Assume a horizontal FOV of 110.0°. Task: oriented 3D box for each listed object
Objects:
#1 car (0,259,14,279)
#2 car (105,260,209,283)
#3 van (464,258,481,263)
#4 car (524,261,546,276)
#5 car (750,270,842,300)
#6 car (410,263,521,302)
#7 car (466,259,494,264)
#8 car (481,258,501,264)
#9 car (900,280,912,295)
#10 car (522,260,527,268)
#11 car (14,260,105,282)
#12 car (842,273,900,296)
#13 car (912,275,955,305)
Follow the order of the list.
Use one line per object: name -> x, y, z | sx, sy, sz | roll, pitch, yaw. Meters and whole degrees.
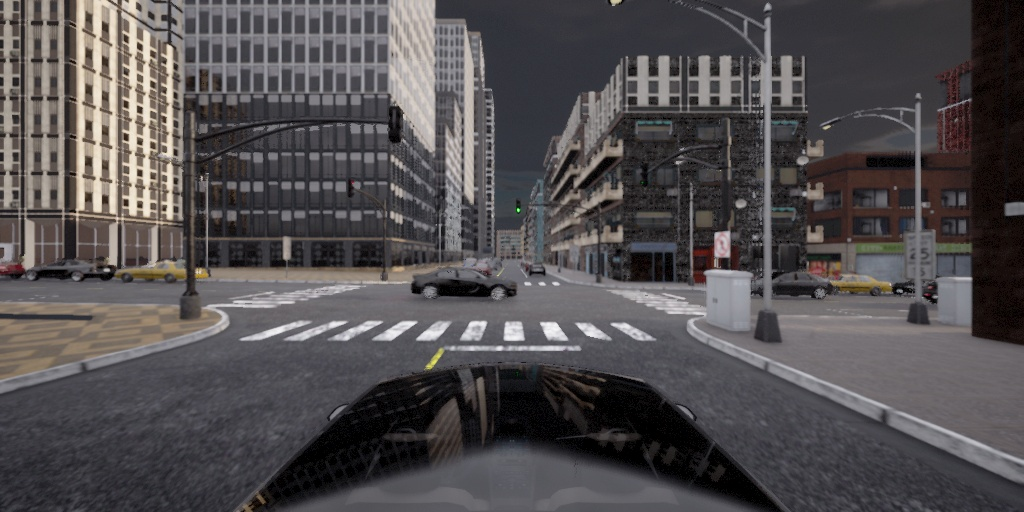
car -> -33.104, 0.791, 22.375 | 4.207, 1.307, 1.802 | 0, 0, -1
car -> -22.041, 0.945, 22.585 | 4.829, 1.417, 1.751 | 0, 0, -1
van -> -5.681, 1.244, 49.093 | 1.690, 1.789, 3.998 | 0, 0, 0
car -> 2.698, 1.435, 39.125 | 1.948, 1.339, 4.313 | 0, 0, 0
car -> 15.290, 1.624, 20.316 | 4.892, 1.490, 1.837 | 1, 0, -1
car -> -2.233, 1.268, 17.024 | 5.008, 1.535, 1.882 | 1, 0, -1
car -> -3.087, 1.335, 35.403 | 1.882, 1.535, 5.008 | 0, 0, 0
car -> -3.066, 1.405, 52.248 | 2.128, 1.511, 4.902 | 0, 0, 0
car -> 27.062, 1.909, 23.038 | 4.313, 1.339, 1.948 | 0, 0, -1
car -> 2.700, 1.448, 49.092 | 1.888, 1.381, 4.507 | 0, 0, 0
car -> -27.486, 0.880, 22.437 | 4.313, 1.339, 1.948 | 0, 0, -1
car -> 21.369, 1.764, 22.975 | 4.829, 1.417, 1.751 | 0, 0, -1
car -> 22.896, 1.795, 17.303 | 4.892, 1.490, 1.837 | 2, 0, -1
